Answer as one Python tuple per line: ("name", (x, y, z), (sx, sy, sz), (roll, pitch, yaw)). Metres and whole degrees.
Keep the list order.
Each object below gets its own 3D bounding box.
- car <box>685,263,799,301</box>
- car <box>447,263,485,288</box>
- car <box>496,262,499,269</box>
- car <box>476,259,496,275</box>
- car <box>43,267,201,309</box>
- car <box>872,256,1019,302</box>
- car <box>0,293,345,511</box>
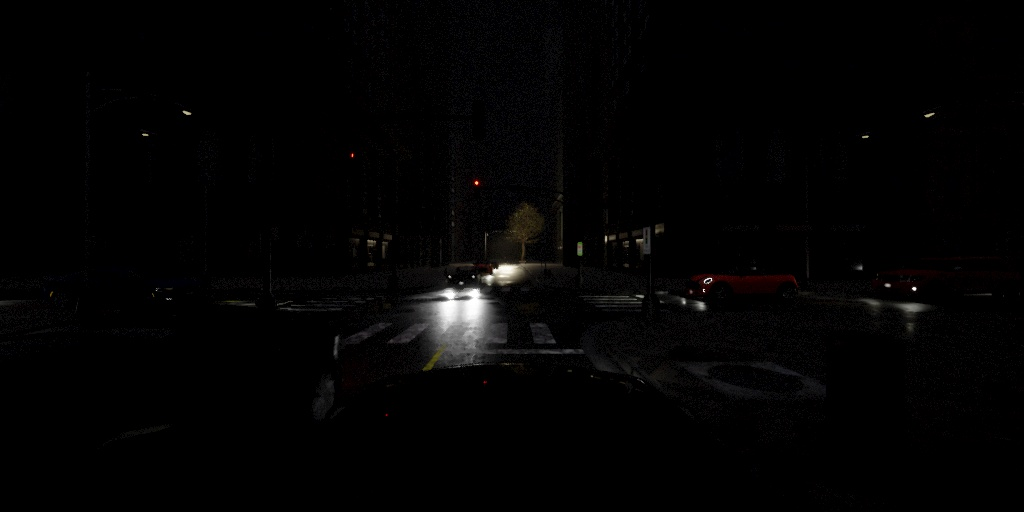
("car", (10.785, 1.139, 17.088), (4.553, 1.767, 2.097), (0, 0, 0))
("car", (-3.092, 1.351, 24.129), (1.895, 1.301, 4.718), (0, 0, 0))
("car", (-3.061, 1.337, 54.532), (1.994, 1.385, 4.181), (0, 0, 0))
("car", (-3.086, 1.107, 38.257), (2.097, 1.767, 4.553), (0, 0, 0))
("car", (-14.907, 1.177, 13.895), (5.008, 1.535, 1.882), (0, 0, 2))
("car", (20.683, 1.036, 17.077), (5.566, 2.045, 2.150), (0, 0, 0))
("car", (-3.101, 1.255, 2.803), (1.837, 1.490, 4.892), (0, 0, 0))
